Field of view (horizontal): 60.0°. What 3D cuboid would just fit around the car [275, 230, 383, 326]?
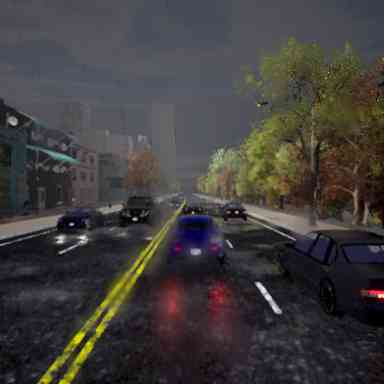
[{"bbox_3d":[3.351,1.553,7.397,2.033,1.411,5.357,0,0,0],"label":"car"}]

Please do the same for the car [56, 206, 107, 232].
[{"bbox_3d":[-6.594,1.580,20.208,1.994,1.385,4.181,0,0,0],"label":"car"}]

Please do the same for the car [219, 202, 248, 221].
[{"bbox_3d":[3.355,1.568,27.458,2.033,1.411,5.357,0,0,0],"label":"car"}]

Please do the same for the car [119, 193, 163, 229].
[{"bbox_3d":[-3.347,1.237,22.324,2.150,2.045,5.566,0,0,0],"label":"car"}]

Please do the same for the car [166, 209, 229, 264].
[{"bbox_3d":[0.116,1.535,11.746,1.812,1.442,4.674,0,0,0],"label":"car"}]

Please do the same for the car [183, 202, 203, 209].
[{"bbox_3d":[0.106,1.625,32.592,1.895,1.301,4.718,0,0,0],"label":"car"}]

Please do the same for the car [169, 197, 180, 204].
[{"bbox_3d":[-3.254,1.593,63.441,2.033,1.411,5.357,0,0,0],"label":"car"}]

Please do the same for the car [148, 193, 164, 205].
[{"bbox_3d":[-6.522,1.267,60.732,2.150,2.045,5.566,0,0,1],"label":"car"}]
